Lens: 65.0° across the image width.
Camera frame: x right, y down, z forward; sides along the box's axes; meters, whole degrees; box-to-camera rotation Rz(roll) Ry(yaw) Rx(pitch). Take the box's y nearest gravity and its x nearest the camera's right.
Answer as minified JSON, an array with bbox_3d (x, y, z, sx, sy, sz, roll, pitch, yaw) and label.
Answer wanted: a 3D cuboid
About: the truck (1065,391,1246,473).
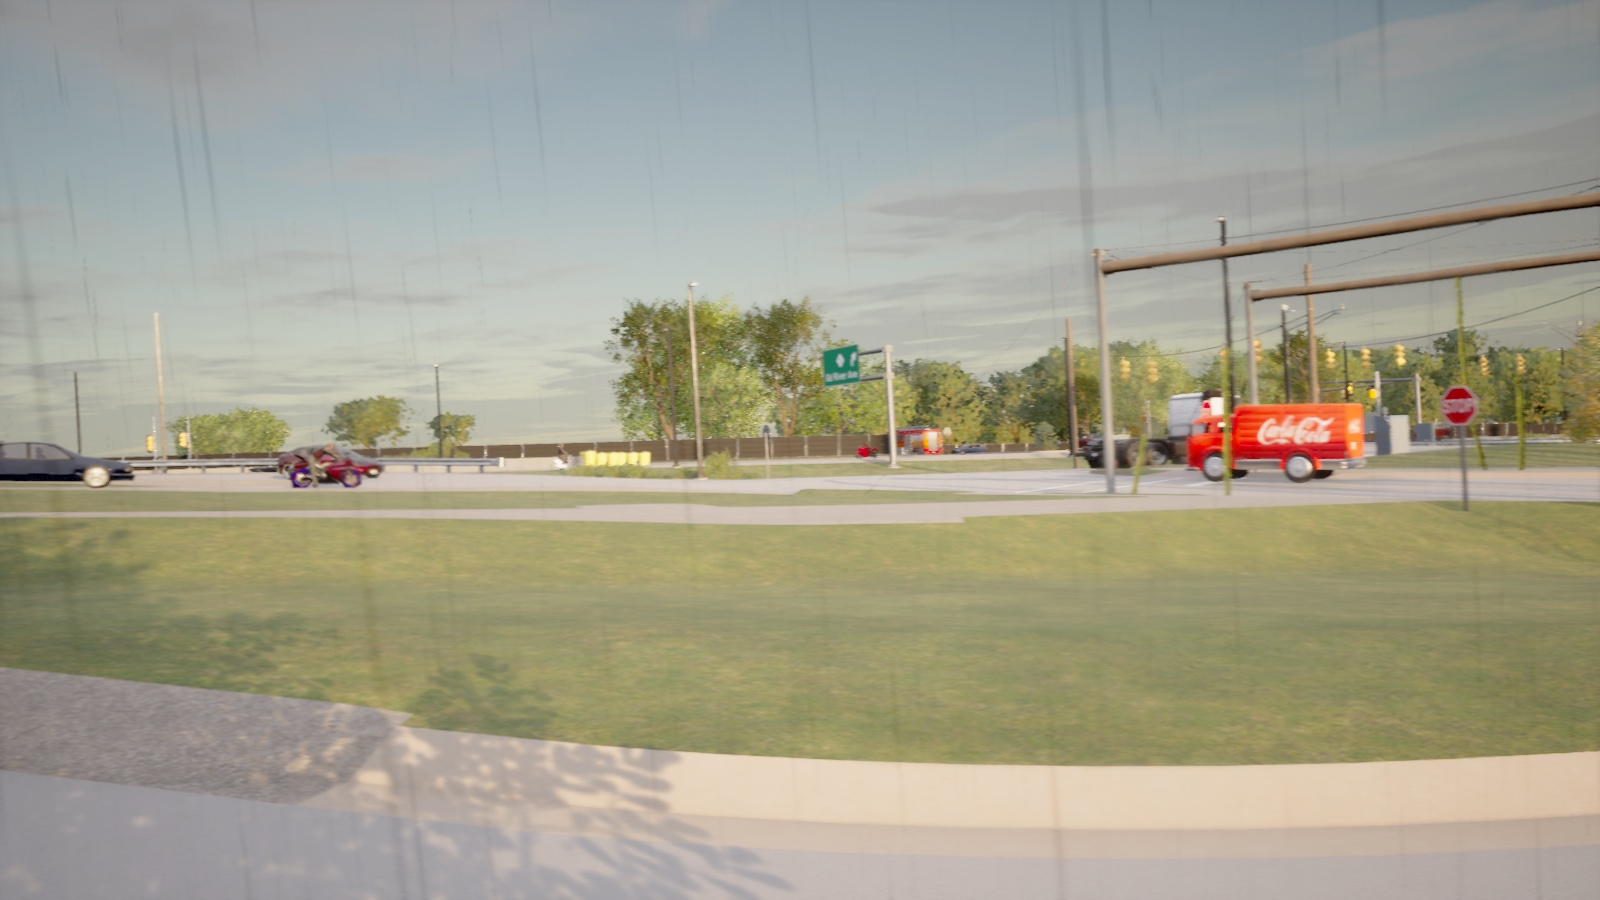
[{"bbox_3d":[16.009,-0.781,56.416,7.936,3.462,2.891,-1,-1,-28],"label":"truck"}]

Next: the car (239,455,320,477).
[{"bbox_3d":[-33.865,1.046,81.724,4.718,1.301,1.895,-1,0,-27],"label":"car"}]

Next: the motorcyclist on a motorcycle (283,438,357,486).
[{"bbox_3d":[-15.909,0.410,41.652,2.191,1.530,0.866,1,-1,-26],"label":"motorcyclist on a motorcycle"}]

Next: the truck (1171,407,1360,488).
[{"bbox_3d":[15.043,-0.111,40.682,5.204,2.467,2.627,0,2,38],"label":"truck"}]

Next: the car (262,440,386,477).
[{"bbox_3d":[-20.603,0.340,54.384,4.792,1.488,2.163,1,2,22],"label":"car"}]

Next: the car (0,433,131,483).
[{"bbox_3d":[-23.320,0.248,37.961,5.357,1.411,2.033,2,-2,-26],"label":"car"}]
